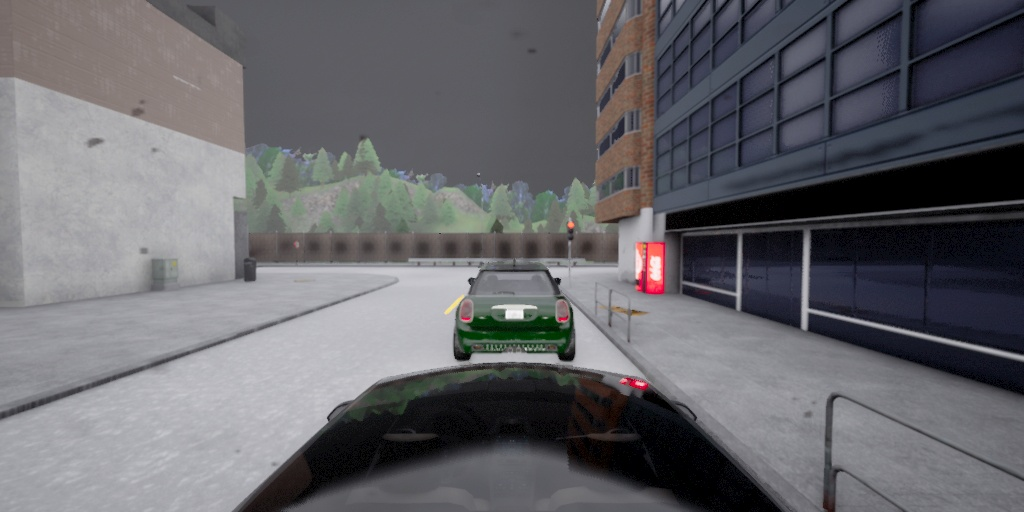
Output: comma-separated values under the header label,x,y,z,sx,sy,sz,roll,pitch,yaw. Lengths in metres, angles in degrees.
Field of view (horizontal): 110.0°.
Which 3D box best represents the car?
label,x,y,z,sx,sy,sz,roll,pitch,yaw
car,0.055,0.892,7.919,2.097,1.767,4.553,0,2,0
